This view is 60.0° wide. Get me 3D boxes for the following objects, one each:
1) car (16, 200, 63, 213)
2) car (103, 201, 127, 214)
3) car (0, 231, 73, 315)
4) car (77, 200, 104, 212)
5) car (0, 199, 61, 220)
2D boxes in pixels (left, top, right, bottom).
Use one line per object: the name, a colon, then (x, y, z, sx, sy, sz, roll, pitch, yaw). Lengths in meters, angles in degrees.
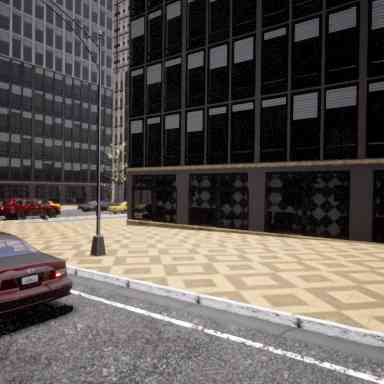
car: (-17.898, 1.643, 39.199, 1.752, 1.417, 4.829, 1, 0, 37)
car: (-7.603, 1.830, 39.010, 1.752, 1.417, 4.829, 1, 0, 37)
car: (-4.819, 1.544, 7.137, 5.357, 1.411, 2.033, 0, 0, 35)
car: (-12.042, 1.762, 42.733, 2.033, 1.411, 5.357, 1, 0, 37)
car: (-14.424, 1.519, 29.816, 2.192, 1.841, 5.009, 1, 0, 37)
